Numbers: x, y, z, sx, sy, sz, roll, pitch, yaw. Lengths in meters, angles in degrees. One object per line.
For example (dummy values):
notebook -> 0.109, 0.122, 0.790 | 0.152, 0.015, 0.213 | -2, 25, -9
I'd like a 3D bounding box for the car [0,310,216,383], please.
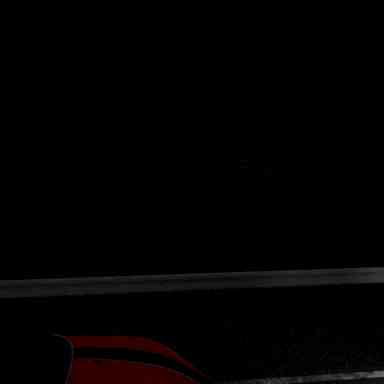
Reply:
car -> -1.852, 1.352, 1.664 | 4.553, 1.767, 2.097 | 0, 0, -6
